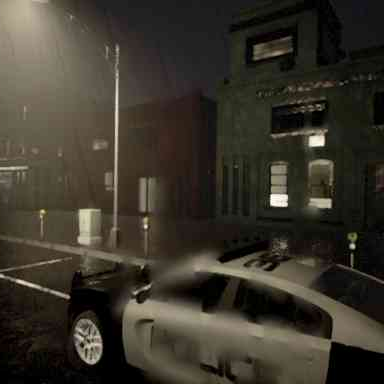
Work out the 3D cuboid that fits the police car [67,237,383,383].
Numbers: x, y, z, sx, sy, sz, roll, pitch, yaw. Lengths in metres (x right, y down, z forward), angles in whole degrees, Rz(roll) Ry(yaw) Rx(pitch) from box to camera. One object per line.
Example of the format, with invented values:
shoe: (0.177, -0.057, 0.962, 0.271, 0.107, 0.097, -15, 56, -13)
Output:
police car: (0.453, 1.407, 4.031, 5.238, 1.638, 1.930, 1, 0, 35)
